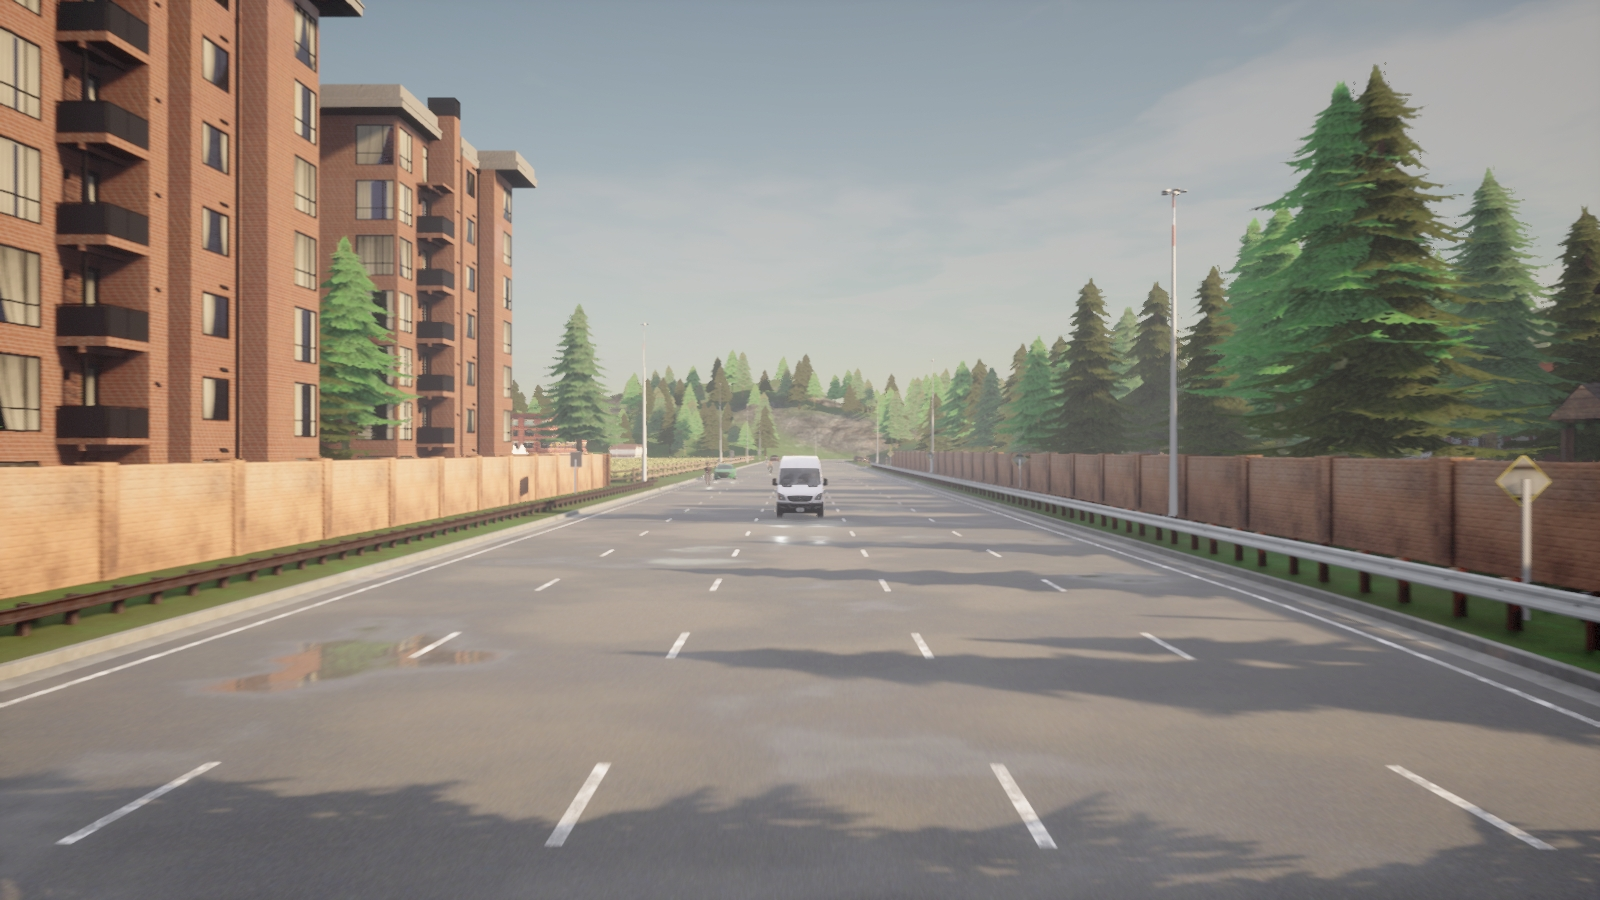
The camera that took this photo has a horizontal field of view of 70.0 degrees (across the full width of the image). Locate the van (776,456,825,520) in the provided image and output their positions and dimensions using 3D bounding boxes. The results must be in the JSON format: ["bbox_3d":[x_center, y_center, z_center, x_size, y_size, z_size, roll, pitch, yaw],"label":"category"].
[{"bbox_3d":[0.010,1.534,49.007,1.988,2.561,5.915,0,0,0],"label":"van"}]
